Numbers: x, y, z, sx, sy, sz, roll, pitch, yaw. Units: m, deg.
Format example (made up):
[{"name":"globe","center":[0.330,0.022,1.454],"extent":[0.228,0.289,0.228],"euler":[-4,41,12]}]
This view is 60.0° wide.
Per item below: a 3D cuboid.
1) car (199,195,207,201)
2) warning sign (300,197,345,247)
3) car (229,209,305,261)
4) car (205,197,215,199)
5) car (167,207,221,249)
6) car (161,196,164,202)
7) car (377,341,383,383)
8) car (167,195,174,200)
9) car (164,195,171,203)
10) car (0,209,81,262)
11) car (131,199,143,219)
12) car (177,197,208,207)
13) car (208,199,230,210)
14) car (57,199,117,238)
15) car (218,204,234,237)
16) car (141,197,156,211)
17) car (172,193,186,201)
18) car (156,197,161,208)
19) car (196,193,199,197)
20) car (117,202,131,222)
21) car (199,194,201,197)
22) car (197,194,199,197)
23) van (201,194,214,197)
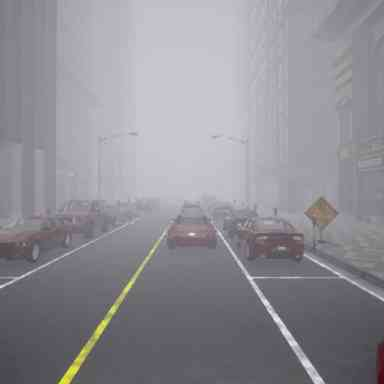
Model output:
[{"name":"car","center":[2.676,1.491,85.282],"extent":[1.887,1.381,4.507],"euler":[1,0,0]},{"name":"warning sign","center":[5.059,1.116,13.002],"extent":[1.300,1.860,1.060],"euler":[-1,-1,0]},{"name":"car","center":[2.676,1.545,12.160],"extent":[1.887,1.381,4.507],"euler":[1,0,0]},{"name":"car","center":[2.675,1.577,40.284],"extent":[1.802,1.307,4.206],"euler":[1,0,0]},{"name":"car","center":[0.000,1.574,14.649],"extent":[1.994,1.385,4.181],"euler":[0,0,0]},{"name":"car","center":[-5.850,1.532,51.529],"extent":[1.887,1.381,4.507],"euler":[1,0,0]},{"name":"car","center":[2.678,1.315,0.911],"extent":[2.192,1.841,5.009],"euler":[1,0,0]},{"name":"car","center":[-5.849,1.462,90.730],"extent":[1.752,1.417,4.829],"euler":[1,0,0]},{"name":"car","center":[-5.849,1.515,68.403],"extent":[1.887,1.381,4.507],"euler":[1,0,0]},{"name":"car","center":[-5.850,1.545,12.158],"extent":[1.887,1.381,4.507],"euler":[1,0,0]},{"name":"car","center":[-5.850,1.564,29.031],"extent":[1.947,1.339,4.313],"euler":[1,0,0]},{"name":"car","center":[0.000,1.495,29.651],"extent":[2.128,1.511,4.902],"euler":[0,0,0]},{"name":"car","center":[2.675,1.564,29.034],"extent":[1.947,1.339,4.313],"euler":[1,0,0]},{"name":"car","center":[-5.847,1.315,17.782],"extent":[2.192,1.841,5.009],"euler":[1,0,0]},{"name":"car","center":[2.675,1.566,17.785],"extent":[1.947,1.339,4.313],"euler":[1,0,0]},{"name":"car","center":[-5.850,1.540,40.280],"extent":[1.887,1.381,4.507],"euler":[1,0,0]},{"name":"car","center":[-3.000,1.449,75.887],"extent":[1.895,1.301,4.718],"euler":[0,0,0]},{"name":"car","center":[-5.849,1.432,45.905],"extent":[1.967,1.590,4.097],"euler":[1,0,0]},{"name":"car","center":[2.676,1.505,79.657],"extent":[2.008,1.369,4.403],"euler":[1,0,0]},{"name":"car","center":[-5.850,1.565,23.407],"extent":[1.947,1.339,4.313],"euler":[1,0,0]},{"name":"car","center":[2.677,1.423,57.157],"extent":[1.967,1.590,4.097],"euler":[1,0,0]},{"name":"car","center":[2.676,1.521,68.407],"extent":[2.008,1.369,4.403],"euler":[1,0,0]},{"name":"van","center":[2.678,1.329,51.533],"extent":[1.690,1.788,3.998],"euler":[1,0,0]}]
